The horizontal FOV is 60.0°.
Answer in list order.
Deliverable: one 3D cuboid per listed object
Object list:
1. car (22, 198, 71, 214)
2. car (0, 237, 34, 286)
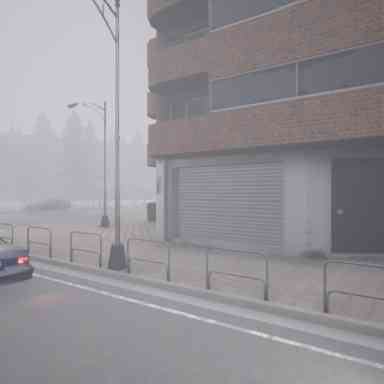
[{"bbox_3d":[-15.391,1.447,35.453,2.128,1.511,4.902,0,0,40],"label":"car"},{"bbox_3d":[-6.107,1.551,8.315,5.357,1.411,2.033,0,0,36],"label":"car"}]
